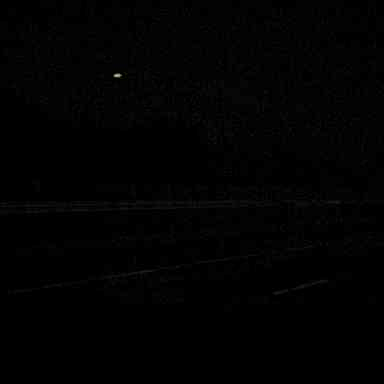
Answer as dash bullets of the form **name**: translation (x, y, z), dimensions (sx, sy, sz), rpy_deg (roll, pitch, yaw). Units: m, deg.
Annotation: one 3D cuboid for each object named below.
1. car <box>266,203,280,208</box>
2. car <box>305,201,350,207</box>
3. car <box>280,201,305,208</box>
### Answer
- **car**: translation (10.417, 1.736, 37.135), dimensions (4.718, 1.301, 1.895), rpy_deg (1, 0, -35)
- **car**: translation (12.900, 1.594, 30.331), dimensions (5.008, 1.535, 1.882), rpy_deg (1, 0, -35)
- **car**: translation (11.446, 1.649, 33.583), dimensions (4.674, 1.442, 1.812), rpy_deg (1, 0, -35)
